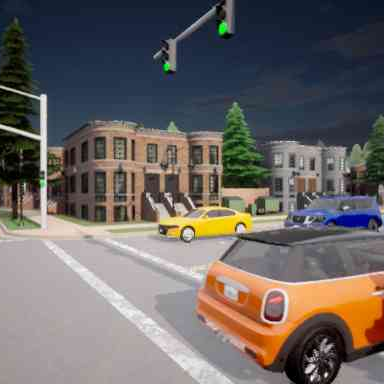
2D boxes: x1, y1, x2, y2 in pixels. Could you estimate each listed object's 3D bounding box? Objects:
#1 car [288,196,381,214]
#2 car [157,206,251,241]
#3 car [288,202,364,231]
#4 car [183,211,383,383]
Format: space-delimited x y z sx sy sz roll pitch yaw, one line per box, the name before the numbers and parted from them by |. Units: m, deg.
car | 7.034 1.213 16.339 5.566 2.045 2.150 0 0 -32
car | 0.707 1.479 16.493 5.008 1.535 1.882 0 0 -32
car | 8.717 1.482 21.511 4.902 1.511 2.128 0 0 -32
car | 2.406 1.349 5.351 4.553 1.767 2.097 0 0 -27
